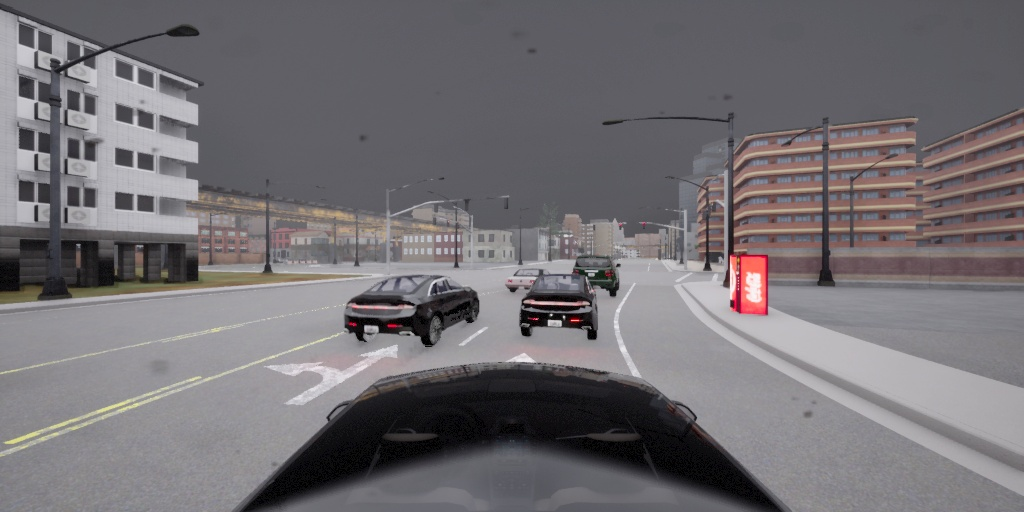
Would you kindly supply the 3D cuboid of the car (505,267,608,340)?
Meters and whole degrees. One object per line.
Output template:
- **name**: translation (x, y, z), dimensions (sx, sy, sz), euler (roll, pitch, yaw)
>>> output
- **car**: translation (1.450, 1.242, 10.119), dimensions (2.128, 1.511, 4.902), euler (0, 0, 13)

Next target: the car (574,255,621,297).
- **car**: translation (4.584, 0.971, 19.357), dimensions (2.150, 2.045, 5.566), euler (0, 0, 19)

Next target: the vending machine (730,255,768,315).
- **vending machine**: translation (7.829, 0.945, 11.862), dimensions (1.100, 2.100, 0.880), euler (0, 0, 20)

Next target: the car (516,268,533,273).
- **car**: translation (1.307, 1.351, 20.538), dimensions (1.895, 1.301, 4.718), euler (0, 0, 21)

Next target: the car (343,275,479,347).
- **car**: translation (-2.286, 1.240, 9.463), dimensions (2.128, 1.511, 4.902), euler (0, 0, 12)

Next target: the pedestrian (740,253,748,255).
- **pedestrian**: translation (8.062, 0.795, 12.481), dimensions (0.375, 1.860, 0.375), euler (0, 0, 21)
